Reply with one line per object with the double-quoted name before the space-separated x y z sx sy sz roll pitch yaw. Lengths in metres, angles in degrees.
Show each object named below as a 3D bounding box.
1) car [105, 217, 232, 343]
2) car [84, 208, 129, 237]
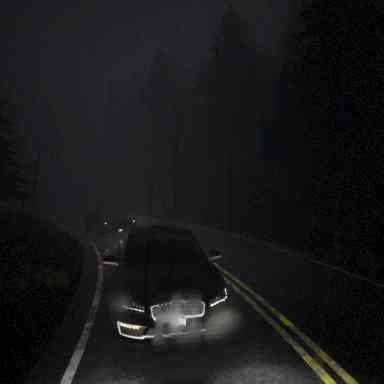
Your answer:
"car" -0.649 1.495 6.829 1.837 1.490 4.892 -1 0 -11
"car" -4.646 1.613 18.561 1.895 1.301 4.718 -3 1 -29
